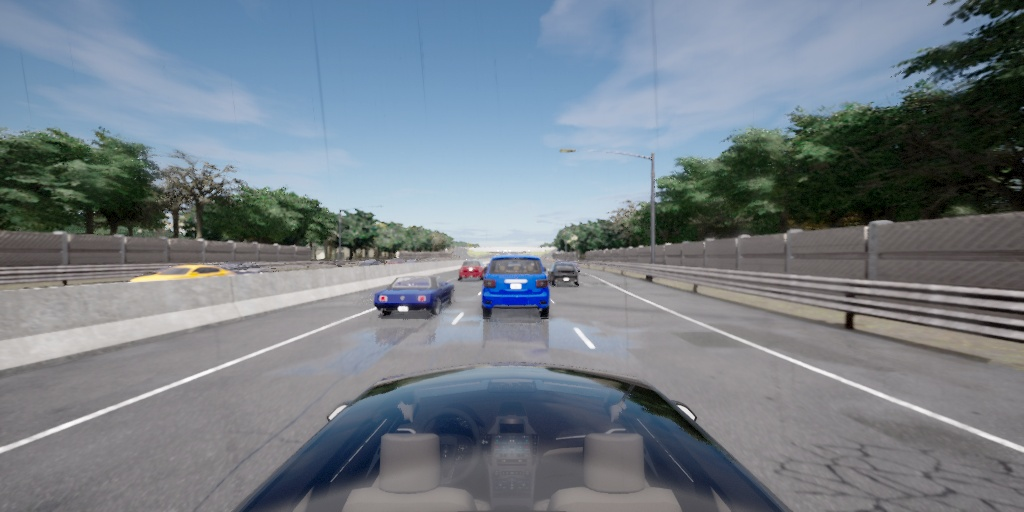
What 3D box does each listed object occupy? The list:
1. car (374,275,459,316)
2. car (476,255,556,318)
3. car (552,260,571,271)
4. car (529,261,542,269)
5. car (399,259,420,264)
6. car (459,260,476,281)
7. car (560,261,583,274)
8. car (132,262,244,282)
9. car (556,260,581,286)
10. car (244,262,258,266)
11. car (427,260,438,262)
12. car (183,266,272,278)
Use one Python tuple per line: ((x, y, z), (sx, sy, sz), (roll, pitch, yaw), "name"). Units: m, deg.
((-3.379, 1.361, 13.398), (1.895, 1.301, 4.718), (0, 0, 0), "car")
((0.120, 0.982, 13.127), (2.150, 2.045, 5.566), (0, 0, 0), "car")
((7.296, 1.341, 53.413), (2.128, 1.511, 4.902), (0, 0, 1), "car")
((3.856, 1.468, 58.652), (1.895, 1.301, 4.718), (0, 0, 1), "car")
((-17.130, 1.421, 61.485), (2.033, 1.411, 5.357), (0, 0, 1), "car")
((-3.296, 1.137, 31.034), (2.097, 1.767, 4.553), (0, 0, 0), "car")
((7.070, 1.363, 43.130), (2.033, 1.411, 5.357), (0, 0, 2), "car")
((-17.556, 1.242, 19.475), (1.882, 1.535, 5.008), (0, 0, 0), "car")
((3.571, 1.281, 25.891), (1.837, 1.490, 4.892), (0, 0, 0), "car")
((-23.751, 1.272, 30.805), (2.128, 1.511, 4.902), (0, 0, -3), "car")
((-13.651, 1.376, 61.015), (1.837, 1.490, 4.892), (0, 0, 1), "car")
((-14.060, 1.365, 18.831), (1.895, 1.301, 4.718), (0, 0, 0), "car")
